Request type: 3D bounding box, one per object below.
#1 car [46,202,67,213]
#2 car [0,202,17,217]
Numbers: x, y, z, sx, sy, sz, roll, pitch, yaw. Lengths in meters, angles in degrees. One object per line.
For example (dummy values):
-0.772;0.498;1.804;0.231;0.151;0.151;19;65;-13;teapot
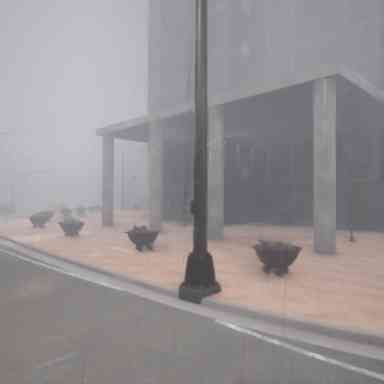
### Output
-19.373;2.179;47.926;1.882;1.535;5.008;0;-1;-4;car
-22.365;2.005;38.923;1.882;1.535;5.008;0;-1;-4;car
